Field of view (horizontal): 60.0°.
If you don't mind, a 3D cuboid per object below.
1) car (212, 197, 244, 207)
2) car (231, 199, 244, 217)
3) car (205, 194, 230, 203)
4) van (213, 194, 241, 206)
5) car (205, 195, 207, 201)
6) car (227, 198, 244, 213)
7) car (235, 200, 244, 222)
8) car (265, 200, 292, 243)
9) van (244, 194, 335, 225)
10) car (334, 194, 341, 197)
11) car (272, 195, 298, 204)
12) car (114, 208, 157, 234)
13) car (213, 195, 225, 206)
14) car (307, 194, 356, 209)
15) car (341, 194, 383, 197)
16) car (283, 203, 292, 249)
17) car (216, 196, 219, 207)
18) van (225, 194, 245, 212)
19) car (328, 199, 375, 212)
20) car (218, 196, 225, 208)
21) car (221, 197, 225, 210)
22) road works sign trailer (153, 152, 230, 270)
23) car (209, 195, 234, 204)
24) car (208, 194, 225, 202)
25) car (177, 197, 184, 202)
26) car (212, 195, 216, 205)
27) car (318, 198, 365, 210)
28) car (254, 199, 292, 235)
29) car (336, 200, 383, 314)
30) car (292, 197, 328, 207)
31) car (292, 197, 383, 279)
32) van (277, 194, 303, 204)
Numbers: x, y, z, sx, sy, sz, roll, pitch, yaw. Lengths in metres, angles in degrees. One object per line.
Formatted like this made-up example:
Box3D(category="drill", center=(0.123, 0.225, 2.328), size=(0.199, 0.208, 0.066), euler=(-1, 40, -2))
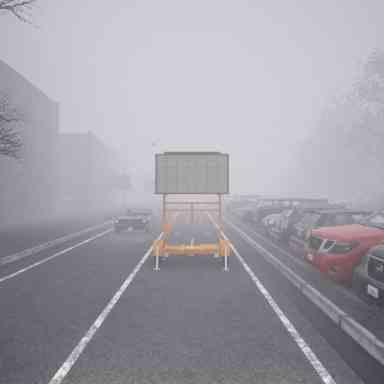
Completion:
Box3D(category="car", center=(5.673, 1.533, 52.961), size=(5.008, 1.535, 2.097), euler=(0, 0, 0))
Box3D(category="car", center=(5.649, 1.519, 24.931), size=(4.792, 1.488, 2.163), euler=(0, 0, 0))
Box3D(category="car", center=(5.728, 1.389, 75.387), size=(5.566, 2.045, 2.435), euler=(0, 0, 0))
Box3D(category="van", center=(5.795, 1.317, 55.765), size=(4.442, 1.987, 1.878), euler=(0, 0, 0))
Box3D(category="car", center=(5.715, 1.335, 66.977), size=(5.566, 2.045, 2.435), euler=(0, 0, 0))
Box3D(category="car", center=(5.649, 1.520, 27.734), size=(4.792, 1.488, 2.163), euler=(0, 0, 0))
Box3D(category="car", center=(5.673, 1.488, 22.128), size=(5.008, 1.535, 2.097), euler=(0, 0, 0))
Box3D(category="car", center=(5.647, 1.360, 13.718), size=(4.553, 1.767, 2.185), euler=(0, 0, 0))
Box3D(category="van", center=(5.561, 1.262, 19.325), size=(4.442, 1.987, 1.878), euler=(0, 0, 0))
Box3D(category="car", center=(18.729, 1.243, 36.368), size=(5.566, 2.045, 2.435), euler=(0, 0, 0))
Box3D(category="car", center=(18.735, 1.461, 67.000), size=(4.553, 1.767, 2.185), euler=(0, 0, 0))
Box3D(category="car", center=(-3.223, 1.614, 19.608), size=(1.895, 1.301, 4.718), euler=(0, 0, 0))
Box3D(category="car", center=(5.649, 1.535, 44.552), size=(4.792, 1.488, 2.163), euler=(0, 0, 0))
Box3D(category="car", center=(18.730, 1.256, 44.723), size=(5.566, 2.045, 2.435), euler=(0, 0, 0))
Box3D(category="car", center=(18.730, 1.242, 33.706), size=(5.566, 2.045, 2.435), euler=(0, 0, 0))
Box3D(category="car", center=(5.647, 1.359, 10.915), size=(4.553, 1.767, 2.185), euler=(0, 0, 0))
Box3D(category="car", center=(5.673, 1.495, 38.944), size=(5.008, 1.535, 2.097), euler=(0, 0, 0))
Box3D(category="van", center=(5.562, 1.265, 30.538), size=(4.442, 1.987, 1.878), euler=(0, 0, 0))
Box3D(category="car", center=(18.755, 1.537, 39.275), size=(4.674, 1.452, 2.002), euler=(0, 0, 0))
Box3D(category="car", center=(5.864, 1.490, 36.144), size=(5.366, 1.575, 1.946), euler=(0, 0, 0))
Box3D(category="car", center=(5.707, 1.521, 33.341), size=(4.792, 1.488, 2.163), euler=(0, 0, 0))
Box3D(category="road works sign trailer", center=(0.006, 0.473, 11.027), size=(2.380, 3.560, 2.880), euler=(0, 0, 1))
Box3D(category="car", center=(5.652, 1.447, 64.176), size=(4.553, 1.767, 2.185), euler=(0, 0, 0))
Box3D(category="car", center=(5.707, 1.272, 50.158), size=(5.566, 2.045, 2.435), euler=(0, 0, 0))
Box3D(category="car", center=(-3.125, 1.961, 91.097), size=(1.895, 1.301, 4.718), euler=(0, -1, 0))
Box3D(category="car", center=(5.674, 1.514, 47.350), size=(4.892, 1.521, 2.231), euler=(0, 0, 0))
Box3D(category="car", center=(18.753, 1.502, 41.936), size=(5.008, 1.535, 2.097), euler=(0, 0, 0))
Box3D(category="car", center=(5.709, 1.361, 16.521), size=(4.553, 1.767, 2.185), euler=(0, 0, 0))
Box3D(category="car", center=(5.649, 1.232, 5.308), size=(5.566, 2.045, 2.435), euler=(0, 0, 0))
Box3D(category="car", center=(18.753, 1.535, 53.076), size=(5.008, 1.535, 2.097), euler=(0, 0, 0))
Box3D(category="car", center=(5.650, 1.233, 8.112), size=(5.566, 2.045, 2.435), euler=(0, 0, 0))
Box3D(category="van", center=(18.879, 1.348, 64.220), size=(4.442, 1.987, 1.878), euler=(0, 0, 0))
